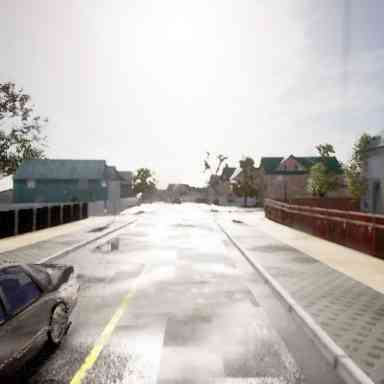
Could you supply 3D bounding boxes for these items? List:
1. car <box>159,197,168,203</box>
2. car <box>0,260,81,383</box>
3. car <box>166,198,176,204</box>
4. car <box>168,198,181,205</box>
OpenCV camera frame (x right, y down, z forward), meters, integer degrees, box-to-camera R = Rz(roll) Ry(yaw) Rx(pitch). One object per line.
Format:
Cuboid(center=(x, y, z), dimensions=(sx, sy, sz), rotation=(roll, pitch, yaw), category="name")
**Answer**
Cuboid(center=(-7.320, 1.955, 83.701), dimensions=(1.837, 1.490, 4.892), rotation=(0, -1, -10), category="car")
Cuboid(center=(-2.849, 1.565, 3.580), dimensions=(2.033, 1.411, 5.357), rotation=(0, 0, 0), category="car")
Cuboid(center=(-5.803, 2.347, 89.956), dimensions=(1.882, 1.535, 5.008), rotation=(0, -1, -12), category="car")
Cuboid(center=(-3.848, 2.127, 80.025), dimensions=(2.097, 1.767, 4.553), rotation=(0, -1, -10), category="car")
